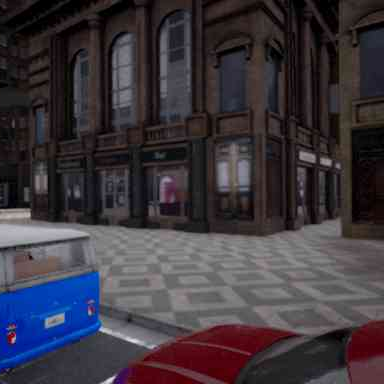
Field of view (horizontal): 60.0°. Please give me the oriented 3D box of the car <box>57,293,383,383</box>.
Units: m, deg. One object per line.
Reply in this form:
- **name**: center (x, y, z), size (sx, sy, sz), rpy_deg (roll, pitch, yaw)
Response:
- **car**: center (1.392, 1.543, 1.969), size (4.507, 1.381, 1.887), rpy_deg (-1, 0, 35)

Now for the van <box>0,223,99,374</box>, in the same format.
- **van**: center (-3.232, 1.401, 5.266), size (3.998, 1.788, 1.690), rpy_deg (-1, 0, 35)
